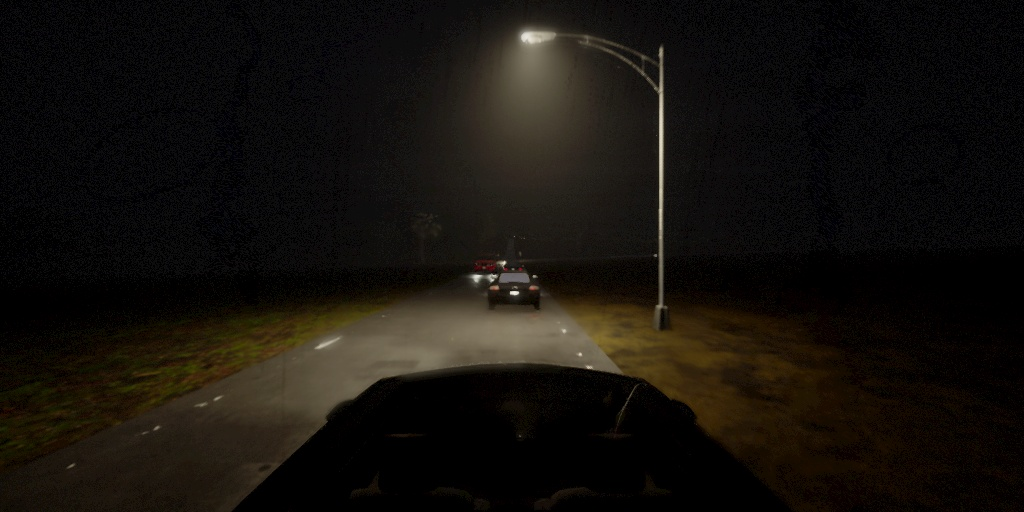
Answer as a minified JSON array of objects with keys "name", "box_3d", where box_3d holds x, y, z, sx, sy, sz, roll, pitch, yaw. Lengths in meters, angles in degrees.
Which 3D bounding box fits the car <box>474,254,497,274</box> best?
[{"name":"car","box_3d":[-2.767,0.791,38.230,2.150,2.045,5.566,0,0,0]}]

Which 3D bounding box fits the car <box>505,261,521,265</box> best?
[{"name":"car","box_3d":[0.083,1.142,32.121,2.033,1.411,5.357,0,0,0]}]

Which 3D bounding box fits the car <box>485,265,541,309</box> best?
[{"name":"car","box_3d":[0.089,1.245,14.519,1.994,1.385,4.181,0,0,0]}]
